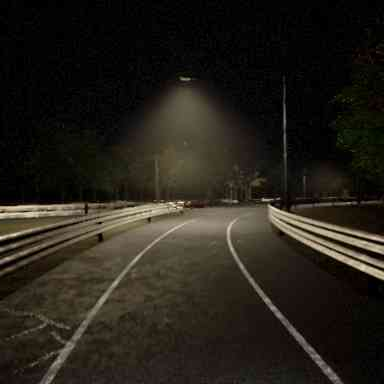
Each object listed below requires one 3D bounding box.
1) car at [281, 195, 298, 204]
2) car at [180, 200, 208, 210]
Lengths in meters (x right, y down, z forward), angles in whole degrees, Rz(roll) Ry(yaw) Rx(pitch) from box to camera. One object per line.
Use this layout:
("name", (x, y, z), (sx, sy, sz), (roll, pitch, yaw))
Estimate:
("car", (20.622, 1.719, 69.393), (2.150, 2.045, 5.566), (-2, -1, 43))
("car", (0.260, 1.863, 47.804), (1.812, 1.442, 4.674), (-2, -1, 43))
